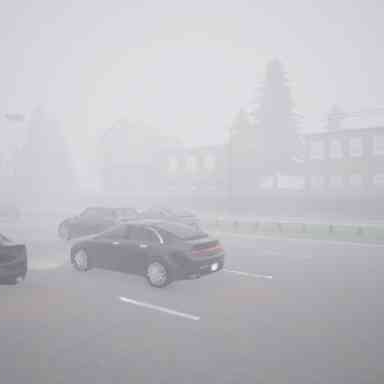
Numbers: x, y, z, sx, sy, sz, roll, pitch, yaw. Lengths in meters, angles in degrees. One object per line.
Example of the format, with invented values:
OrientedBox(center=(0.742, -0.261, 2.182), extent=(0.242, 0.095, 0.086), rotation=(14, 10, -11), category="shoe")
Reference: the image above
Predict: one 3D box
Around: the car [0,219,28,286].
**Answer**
OrientedBox(center=(-6.146, 1.527, 8.400), extent=(5.008, 1.535, 1.882), rotation=(0, 0, 36), category="car")

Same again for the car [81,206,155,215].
OrientedBox(center=(-4.267, 1.422, 15.670), extent=(4.553, 1.767, 2.097), rotation=(0, 0, 36), category="car")

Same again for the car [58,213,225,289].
OrientedBox(center=(-1.434, 1.543, 9.330), extent=(4.892, 1.490, 1.837), rotation=(0, 0, 36), category="car")

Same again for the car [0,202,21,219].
OrientedBox(center=(-16.805, 1.648, 28.968), extent=(4.902, 1.511, 2.128), rotation=(0, 0, 36), category="car")

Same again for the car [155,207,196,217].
OrientedBox(center=(-1.940, 1.564, 18.307), extent=(4.902, 1.511, 2.128), rotation=(0, 0, 36), category="car")
